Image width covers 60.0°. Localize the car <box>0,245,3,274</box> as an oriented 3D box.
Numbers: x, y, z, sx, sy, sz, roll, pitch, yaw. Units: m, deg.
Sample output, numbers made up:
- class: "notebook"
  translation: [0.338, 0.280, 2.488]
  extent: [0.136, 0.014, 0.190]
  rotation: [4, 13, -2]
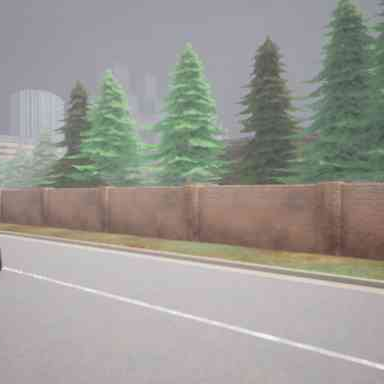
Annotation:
- class: "car"
  translation: [-7.203, 1.399, 9.112]
  extent: [4.553, 1.767, 2.097]
  rotation: [0, 0, 35]
